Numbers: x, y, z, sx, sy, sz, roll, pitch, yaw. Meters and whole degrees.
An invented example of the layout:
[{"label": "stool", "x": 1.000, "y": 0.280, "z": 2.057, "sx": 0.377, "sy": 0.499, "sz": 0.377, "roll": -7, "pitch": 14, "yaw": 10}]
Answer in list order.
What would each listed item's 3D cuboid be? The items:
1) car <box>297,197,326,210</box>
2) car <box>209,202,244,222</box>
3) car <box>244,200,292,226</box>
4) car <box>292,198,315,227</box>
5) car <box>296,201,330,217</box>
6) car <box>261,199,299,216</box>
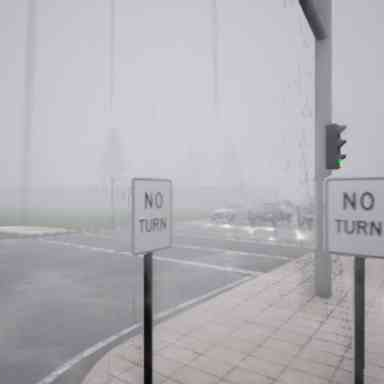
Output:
[{"label": "car", "x": 15.619, "y": 1.491, "z": 43.309, "sx": 2.128, "sy": 1.511, "sz": 4.902, "roll": 0, "pitch": 0, "yaw": 36}, {"label": "car", "x": 3.170, "y": 1.525, "z": 26.250, "sx": 1.812, "sy": 1.442, "sz": 4.674, "roll": 0, "pitch": 0, "yaw": 36}, {"label": "car", "x": 5.788, "y": 1.525, "z": 23.907, "sx": 1.812, "sy": 1.442, "sz": 4.674, "roll": 0, "pitch": 0, "yaw": 36}, {"label": "car", "x": 8.528, "y": 1.352, "z": 21.725, "sx": 2.097, "sy": 1.767, "sz": 4.553, "roll": 0, "pitch": 0, "yaw": 36}, {"label": "car", "x": 11.714, "y": 1.600, "z": 32.035, "sx": 1.895, "sy": 1.301, "sz": 4.718, "roll": 0, "pitch": 0, "yaw": 36}, {"label": "car", "x": 9.237, "y": 1.546, "z": 34.571, "sx": 2.033, "sy": 1.411, "sz": 5.357, "roll": 0, "pitch": 0, "yaw": 36}]
